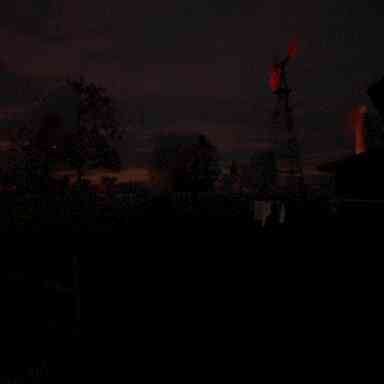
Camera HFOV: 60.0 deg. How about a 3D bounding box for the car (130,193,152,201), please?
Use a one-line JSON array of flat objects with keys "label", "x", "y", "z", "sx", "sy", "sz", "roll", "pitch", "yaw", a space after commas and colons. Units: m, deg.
[{"label": "car", "x": -10.178, "y": 0.959, "z": 66.857, "sx": 1.837, "sy": 1.490, "sz": 4.892, "roll": 0, "pitch": 1, "yaw": 36}]
